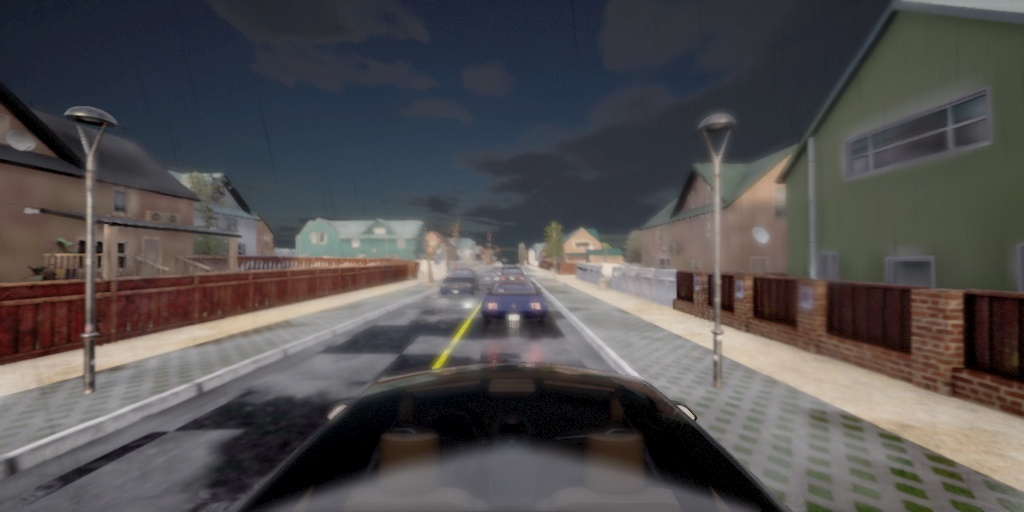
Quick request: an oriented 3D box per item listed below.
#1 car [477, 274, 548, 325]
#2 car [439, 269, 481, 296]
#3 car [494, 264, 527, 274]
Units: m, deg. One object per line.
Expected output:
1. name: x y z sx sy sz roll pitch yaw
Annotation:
1. car: 0.077 1.437 12.115 1.895 1.301 4.718 0 -1 0
2. car: -2.841 1.461 20.834 2.033 1.411 5.357 0 -1 0
3. car: 0.065 1.499 24.904 2.033 1.411 5.357 0 -1 0
